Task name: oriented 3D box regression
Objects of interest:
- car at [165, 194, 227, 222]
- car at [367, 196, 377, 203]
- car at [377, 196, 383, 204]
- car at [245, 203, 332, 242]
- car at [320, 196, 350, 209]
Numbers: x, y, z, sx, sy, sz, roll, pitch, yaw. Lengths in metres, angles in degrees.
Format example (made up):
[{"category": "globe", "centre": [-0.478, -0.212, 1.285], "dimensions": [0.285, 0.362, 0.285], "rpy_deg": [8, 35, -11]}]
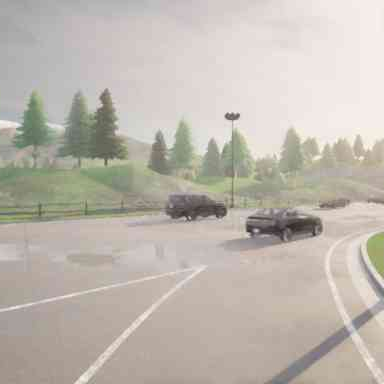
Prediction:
[{"category": "car", "centre": [0.383, 1.202, 26.741], "dimensions": [5.566, 2.045, 2.150], "rpy_deg": [0, 0, -43]}, {"category": "car", "centre": [36.004, 1.477, 65.317], "dimensions": [4.674, 1.442, 1.812], "rpy_deg": [0, 0, -43]}, {"category": "car", "centre": [36.149, 1.502, 60.542], "dimensions": [5.357, 1.411, 2.033], "rpy_deg": [0, 0, -43]}, {"category": "car", "centre": [4.593, 1.480, 16.277], "dimensions": [4.902, 1.511, 2.128], "rpy_deg": [0, 0, -43]}, {"category": "car", "centre": [18.723, 1.569, 44.056], "dimensions": [4.718, 1.301, 1.895], "rpy_deg": [0, 0, -43]}]
